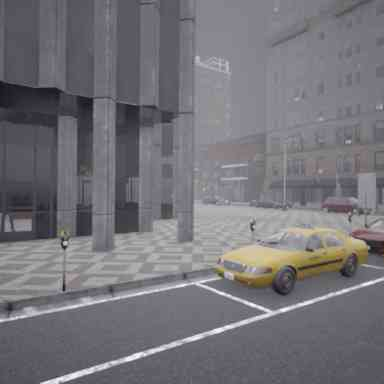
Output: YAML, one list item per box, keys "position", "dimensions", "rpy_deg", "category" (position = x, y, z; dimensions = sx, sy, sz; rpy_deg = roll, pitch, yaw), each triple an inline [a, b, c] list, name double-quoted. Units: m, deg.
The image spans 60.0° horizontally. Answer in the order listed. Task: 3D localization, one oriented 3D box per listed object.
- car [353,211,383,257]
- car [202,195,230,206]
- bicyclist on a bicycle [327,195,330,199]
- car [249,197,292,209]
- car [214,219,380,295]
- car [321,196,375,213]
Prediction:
- position: [7.498, 1.556, 12.095]
  dimensions: [4.507, 1.381, 1.887]
  rpy_deg: [0, 1, -35]
  category: "car"
- position: [3.394, 1.181, 47.036]
  dimensions: [2.128, 1.511, 4.902]
  rpy_deg: [1, 0, -35]
  category: "car"
- position: [16.340, 1.183, 39.469]
  dimensions: [1.656, 1.620, 0.582]
  rpy_deg: [0, 0, -35]
  category: "bicyclist on a bicycle"
- position: [9.062, 1.327, 38.965]
  dimensions: [2.033, 1.411, 5.357]
  rpy_deg: [1, 0, -35]
  category: "car"
- position: [2.779, 1.532, 8.732]
  dimensions: [4.829, 1.417, 1.752]
  rpy_deg: [0, 1, -35]
  category: "car"
- position: [14.570, 1.218, 31.146]
  dimensions: [2.097, 1.767, 4.553]
  rpy_deg: [1, 0, -35]
  category: "car"
